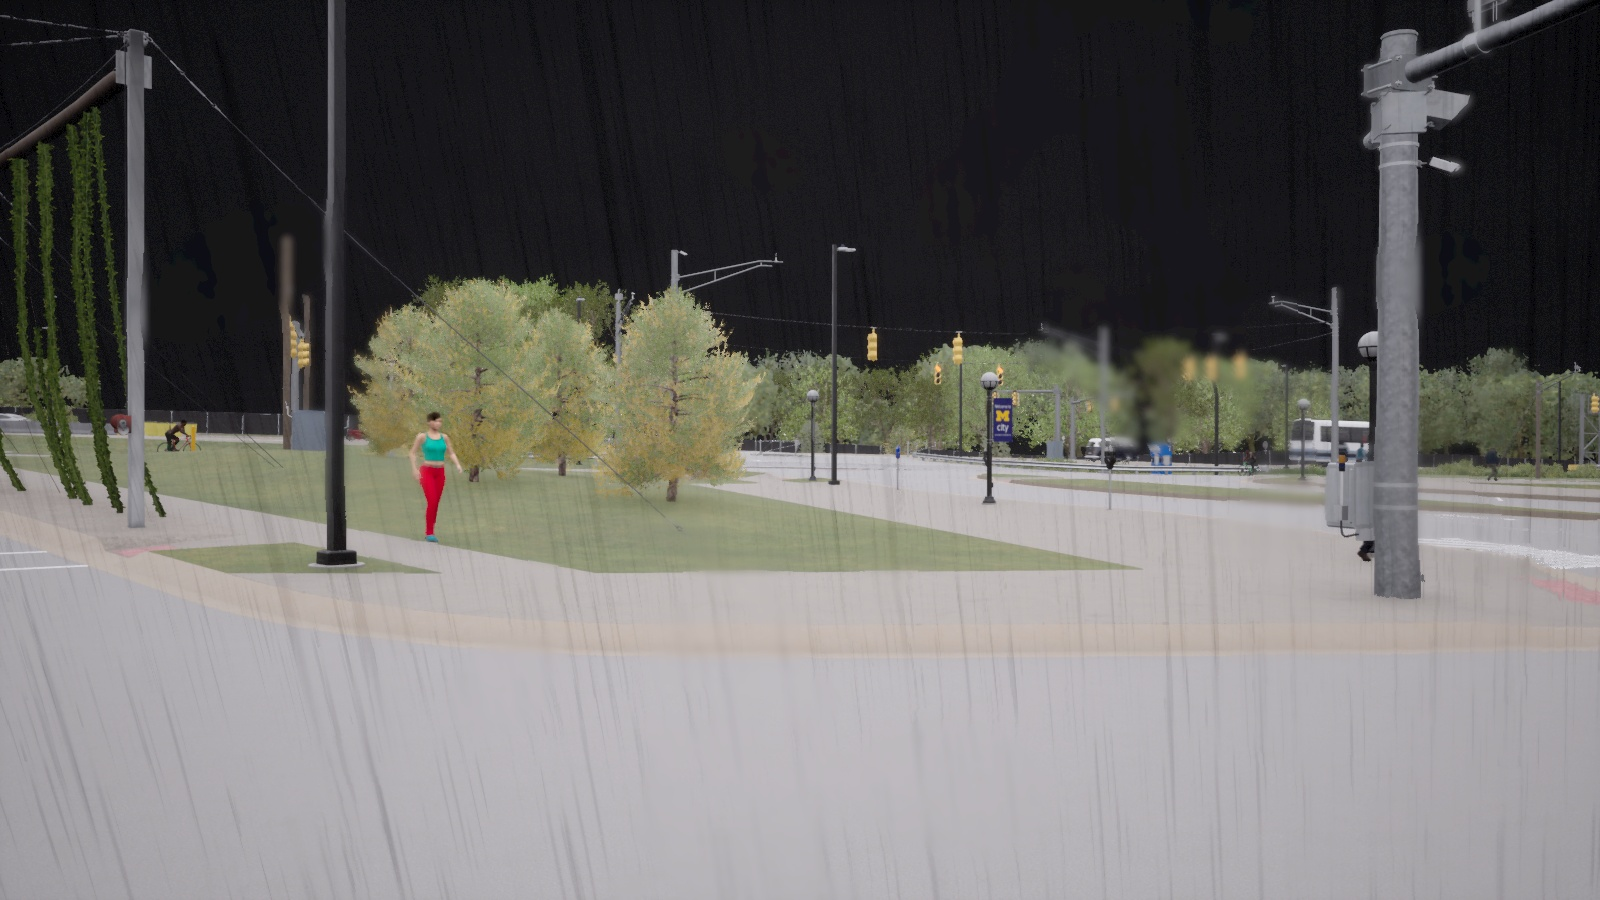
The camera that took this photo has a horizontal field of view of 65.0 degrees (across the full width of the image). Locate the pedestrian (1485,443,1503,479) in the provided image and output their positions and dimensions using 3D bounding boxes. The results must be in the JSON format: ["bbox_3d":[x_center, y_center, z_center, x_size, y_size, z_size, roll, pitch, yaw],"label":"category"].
[{"bbox_3d":[36.285,0.567,65.652,0.726,1.842,0.402,0,0,-15],"label":"pedestrian"}]

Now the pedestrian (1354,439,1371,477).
[{"bbox_3d":[28.251,0.389,63.053,0.692,1.930,0.396,0,0,-18],"label":"pedestrian"}]

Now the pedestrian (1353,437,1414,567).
[{"bbox_3d":[9.000,0.781,19.377,0.423,1.949,0.788,0,0,-19],"label":"pedestrian"}]

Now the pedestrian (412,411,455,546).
[{"bbox_3d":[-5.081,0.388,17.409,0.345,1.836,0.594,0,0,-43],"label":"pedestrian"}]
